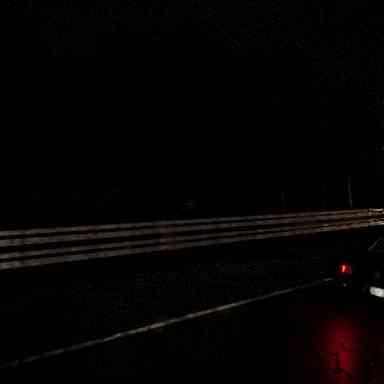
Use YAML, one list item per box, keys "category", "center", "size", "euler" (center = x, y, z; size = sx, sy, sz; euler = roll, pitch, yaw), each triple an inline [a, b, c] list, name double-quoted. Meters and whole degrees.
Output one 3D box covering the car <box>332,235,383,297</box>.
- category: "car"
  center: [5.324, 1.593, 7.544]
  size: [4.718, 1.301, 1.895]
  euler: [0, 0, -35]
